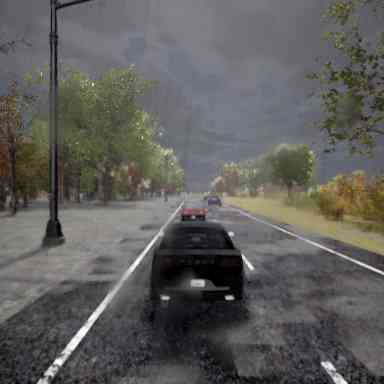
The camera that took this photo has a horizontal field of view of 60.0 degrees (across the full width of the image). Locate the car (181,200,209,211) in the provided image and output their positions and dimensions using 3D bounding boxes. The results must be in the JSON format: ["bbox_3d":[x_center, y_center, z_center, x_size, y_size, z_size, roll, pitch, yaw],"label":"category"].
[{"bbox_3d":[0.108,1.560,26.724,1.895,1.301,4.718,0,0,0],"label":"car"}]

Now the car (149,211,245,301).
[{"bbox_3d":[0.100,1.465,8.369,1.882,1.535,5.008,0,0,0],"label":"car"}]

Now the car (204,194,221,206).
[{"bbox_3d":[3.616,1.271,54.802,2.097,1.767,4.553,0,0,0],"label":"car"}]

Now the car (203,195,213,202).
[{"bbox_3d":[3.523,1.393,73.277,1.837,1.490,4.892,0,0,0],"label":"car"}]
